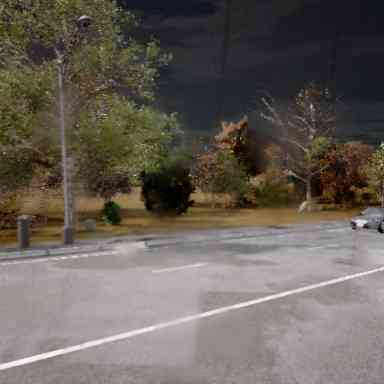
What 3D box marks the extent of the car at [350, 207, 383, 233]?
[{"bbox_3d":[11.969,1.694,21.122,4.902,1.511,2.128,0,0,-35],"label":"car"}]
